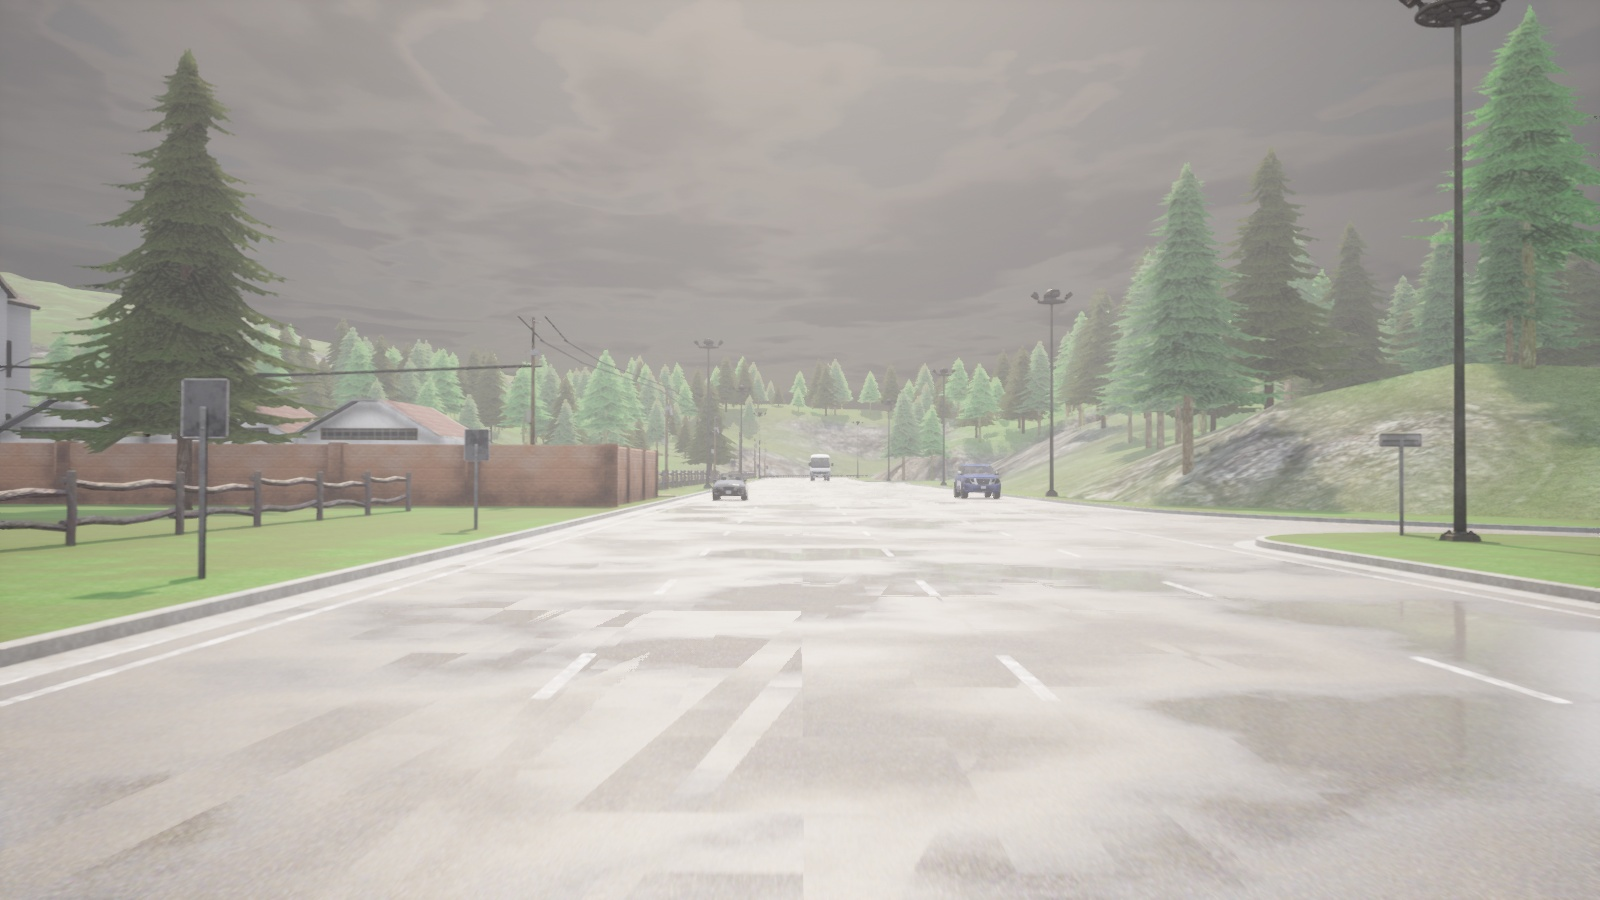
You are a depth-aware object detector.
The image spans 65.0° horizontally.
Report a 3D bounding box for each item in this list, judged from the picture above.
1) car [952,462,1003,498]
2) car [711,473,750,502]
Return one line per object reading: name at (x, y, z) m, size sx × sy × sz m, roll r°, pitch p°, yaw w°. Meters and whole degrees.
car at (10.337, 1.722, 73.473) m, size 2.150 × 2.045 × 5.566 m, roll 0°, pitch -1°, yaw 0°
car at (-3.645, 1.950, 66.167) m, size 1.816 × 1.474 × 4.193 m, roll 0°, pitch -1°, yaw 0°
